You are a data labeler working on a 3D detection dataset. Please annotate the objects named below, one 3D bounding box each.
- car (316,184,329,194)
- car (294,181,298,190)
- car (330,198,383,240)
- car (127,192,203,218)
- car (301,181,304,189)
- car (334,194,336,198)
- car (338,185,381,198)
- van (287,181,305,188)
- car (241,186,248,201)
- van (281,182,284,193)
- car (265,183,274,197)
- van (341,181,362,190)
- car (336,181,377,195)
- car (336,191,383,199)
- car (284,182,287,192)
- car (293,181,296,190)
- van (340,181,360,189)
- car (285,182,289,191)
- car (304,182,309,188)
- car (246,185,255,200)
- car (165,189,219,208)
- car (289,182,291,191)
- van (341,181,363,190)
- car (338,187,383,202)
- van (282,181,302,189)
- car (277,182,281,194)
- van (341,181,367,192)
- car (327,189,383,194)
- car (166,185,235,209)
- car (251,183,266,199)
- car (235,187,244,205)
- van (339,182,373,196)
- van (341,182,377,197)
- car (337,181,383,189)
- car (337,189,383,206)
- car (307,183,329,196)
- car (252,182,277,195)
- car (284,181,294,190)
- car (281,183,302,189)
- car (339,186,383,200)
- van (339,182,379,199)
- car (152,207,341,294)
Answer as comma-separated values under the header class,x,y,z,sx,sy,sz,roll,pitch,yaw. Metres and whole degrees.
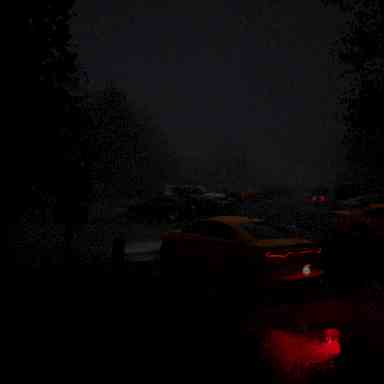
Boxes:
class,x,y,z,sx,sy,sz,roll,pitch,yaw
car,22.385,-0.568,56.910,1.882,1.535,5.008,1,2,24
car,18.304,-0.982,67.745,4.892,1.521,2.231,1,2,24
car,8.804,1.279,14.423,5.008,1.535,2.097,1,3,24
car,-2.083,0.983,22.176,4.792,1.488,2.163,1,3,24
car,22.832,-1.368,77.878,5.008,1.535,2.097,1,2,24
car,10.990,1.073,19.375,4.792,1.488,2.163,1,3,24
car,22.309,-0.097,44.620,5.008,1.535,2.097,1,2,24
van,28.382,-2.001,90.568,4.442,1.987,1.878,1,1,24
car,2.476,0.474,32.290,4.892,1.521,2.231,1,3,24
van,11.626,-0.629,52.487,4.442,1.987,1.878,1,2,24
car,7.165,0.000,42.343,5.366,1.575,1.946,1,3,24
van,37.092,-1.568,77.427,4.442,1.987,1.878,1,2,24
car,25.666,-0.636,52.206,5.566,2.045,2.435,1,2,24
car,9.966,1.034,16.930,4.553,1.767,2.185,1,3,24
car,12.625,-0.473,55.090,4.792,1.488,2.163,1,2,24
car,17.184,-0.885,65.207,4.892,1.521,2.231,1,2,24
van,38.062,-1.672,80.171,4.442,1.987,1.878,1,2,24
car,13.756,-0.569,57.623,4.792,1.488,2.163,1,2,24
car,26.258,-1.906,85.454,5.566,2.045,2.435,1,2,24
car,3.433,0.346,34.899,5.366,1.575,1.946,1,3,24
car,-0.920,0.833,24.693,5.008,1.535,2.097,1,3,24
car,14.888,-0.665,60.156,4.792,1.488,2.163,1,2,24
van,36.014,-1.476,75.013,4.442,1.987,1.878,1,2,24
car,18.998,0.237,37.151,4.792,1.488,2.163,1,3,24
van,24.994,-1.787,82.981,4.442,1.987,1.878,1,2,24
car,10.415,-0.279,49.999,4.792,1.488,2.163,1,2,24
van,31.496,-1.092,64.902,4.442,1.987,1.878,1,2,24
car,13.105,0.798,24.490,5.366,1.575,1.946,1,3,24
car,0.232,0.463,27.204,5.566,2.045,2.435,1,3,24
car,5.745,0.103,40.074,5.366,1.575,1.946,1,3,24
car,1.508,0.593,29.684,5.366,1.575,1.946,1,3,24
van,24.456,-0.516,49.716,4.442,1.987,1.878,1,2,24
van,23.540,-0.416,47.093,4.442,1.987,1.878,1,2,24
car,15.558,0.314,29.444,5.566,2.045,2.435,1,3,24
car,16.636,0.473,32.007,4.792,1.488,2.163,1,3,24
car,18.187,-0.198,47.514,2.128,1.511,4.902,1,2,24
car,9.286,-0.336,47.462,4.553,1.767,2.185,1,3,24
car,15.877,-0.796,62.752,5.366,1.575,1.946,1,2,24
car,23.971,-1.423,80.409,4.674,1.452,2.002,1,2,24
car,20.074,0.134,39.559,4.792,1.488,2.163,1,3,24
van,21.070,-0.225,42.115,4.442,1.987,1.878,1,3,24
car,0.942,1.359,8.600,1.882,1.535,5.008,2,-1,-32
